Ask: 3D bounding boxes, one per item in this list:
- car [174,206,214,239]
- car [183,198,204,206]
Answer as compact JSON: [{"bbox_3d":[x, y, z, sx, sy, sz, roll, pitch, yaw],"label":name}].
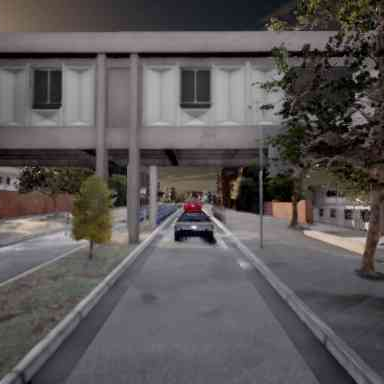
[{"bbox_3d":[0.097,1.678,17.891,1.994,1.385,4.181,0,-1,0],"label":"car"},{"bbox_3d":[0.092,1.771,41.369,2.150,2.045,5.566,0,-1,0],"label":"car"}]
